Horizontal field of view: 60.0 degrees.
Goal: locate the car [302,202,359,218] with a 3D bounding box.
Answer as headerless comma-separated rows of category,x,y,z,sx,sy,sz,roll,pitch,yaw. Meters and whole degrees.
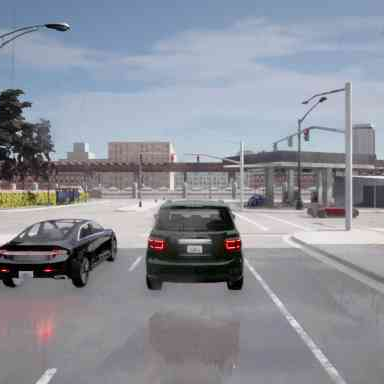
car,12.355,1.564,29.288,4.181,1.385,1.994,0,0,-1

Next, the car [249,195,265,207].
car,9.651,1.295,49.415,2.242,1.667,4.611,0,0,0

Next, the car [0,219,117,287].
car,-3.431,1.492,9.315,2.128,1.511,4.902,0,0,0

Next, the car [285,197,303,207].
car,15.395,1.456,50.184,1.970,1.475,3.806,0,0,0

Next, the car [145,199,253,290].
car,0.073,1.221,9.231,2.150,2.045,5.566,0,0,0
